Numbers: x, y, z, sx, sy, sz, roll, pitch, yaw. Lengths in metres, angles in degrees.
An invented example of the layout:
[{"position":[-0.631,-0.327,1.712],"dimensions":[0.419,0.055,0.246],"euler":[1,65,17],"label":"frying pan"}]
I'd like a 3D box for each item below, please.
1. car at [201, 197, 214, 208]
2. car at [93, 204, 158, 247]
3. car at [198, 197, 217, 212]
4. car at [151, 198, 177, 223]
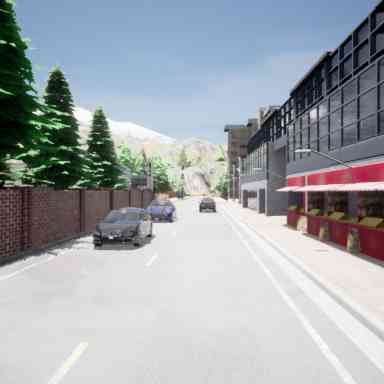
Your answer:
[{"position":[2.240,1.505,48.386],"dimensions":[1.837,1.490,4.892],"euler":[0,0,3],"label":"car"},{"position":[-2.975,1.505,15.121],"dimensions":[1.837,1.490,4.892],"euler":[0,0,3],"label":"car"},{"position":[1.777,1.505,38.199],"dimensions":[1.837,1.490,4.892],"euler":[0,0,3],"label":"car"},{"position":[-2.404,1.351,25.752],"dimensions":[2.097,1.767,4.553],"euler":[0,0,3],"label":"car"}]
